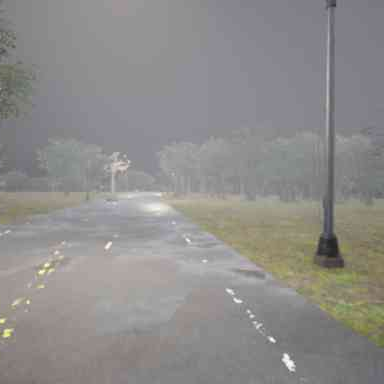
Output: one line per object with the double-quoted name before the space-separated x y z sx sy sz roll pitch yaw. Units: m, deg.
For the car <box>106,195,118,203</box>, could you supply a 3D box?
"car" -15.323 1.272 63.924 2.033 1.411 5.357 1 0 -7
